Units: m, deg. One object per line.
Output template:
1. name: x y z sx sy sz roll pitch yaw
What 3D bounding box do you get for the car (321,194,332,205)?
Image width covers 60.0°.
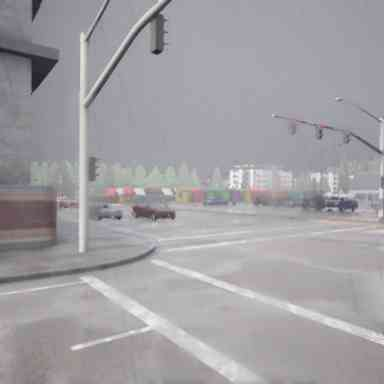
1. car: 33.983 1.867 80.986 3.806 1.475 1.970 0 0 -35

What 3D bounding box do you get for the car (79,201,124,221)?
1. car: -7.293 1.607 27.020 1.895 1.301 4.718 0 0 -36

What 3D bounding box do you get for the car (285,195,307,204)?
1. car: 21.375 1.514 68.463 4.605 1.855 1.932 0 0 -35

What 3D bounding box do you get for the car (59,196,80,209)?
1. car: -16.961 1.379 46.502 2.097 1.767 4.553 0 0 -35

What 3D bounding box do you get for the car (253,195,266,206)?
1. car: 12.306 1.419 55.219 4.605 1.855 1.932 0 0 -35

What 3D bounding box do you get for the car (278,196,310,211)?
1. car: 15.574 1.661 50.698 3.806 1.475 1.970 0 0 -35

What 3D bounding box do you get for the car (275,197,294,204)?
1. car: 19.750 1.725 70.861 3.905 1.438 1.784 0 0 -35

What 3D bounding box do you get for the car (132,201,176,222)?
1. car: -3.204 1.506 27.332 1.882 1.535 5.008 0 0 -36

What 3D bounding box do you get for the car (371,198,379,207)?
1. car: 31.227 1.756 54.734 3.806 1.475 1.970 0 0 -35

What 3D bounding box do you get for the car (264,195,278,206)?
1. car: 13.899 1.630 53.059 3.905 1.438 1.784 0 0 -35

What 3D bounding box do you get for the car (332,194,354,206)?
1. car: 35.650 1.627 78.620 3.866 1.878 1.905 0 0 -35
